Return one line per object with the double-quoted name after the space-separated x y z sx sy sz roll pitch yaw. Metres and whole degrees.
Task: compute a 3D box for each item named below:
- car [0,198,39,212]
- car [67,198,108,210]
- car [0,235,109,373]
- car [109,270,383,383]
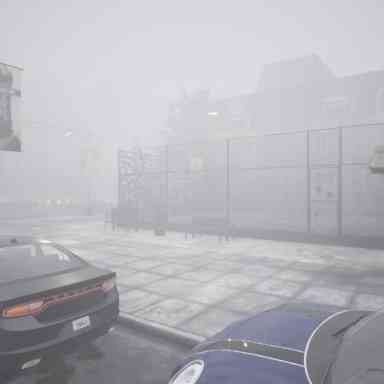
-20.987 1.477 39.798 1.882 1.535 5.008 0 0 35 "car"
-13.728 1.547 44.057 2.033 1.411 5.357 0 0 35 "car"
-3.394 1.480 5.556 5.008 1.535 2.097 0 0 35 "car"
1.917 1.354 1.937 4.553 1.767 2.185 0 0 35 "car"
